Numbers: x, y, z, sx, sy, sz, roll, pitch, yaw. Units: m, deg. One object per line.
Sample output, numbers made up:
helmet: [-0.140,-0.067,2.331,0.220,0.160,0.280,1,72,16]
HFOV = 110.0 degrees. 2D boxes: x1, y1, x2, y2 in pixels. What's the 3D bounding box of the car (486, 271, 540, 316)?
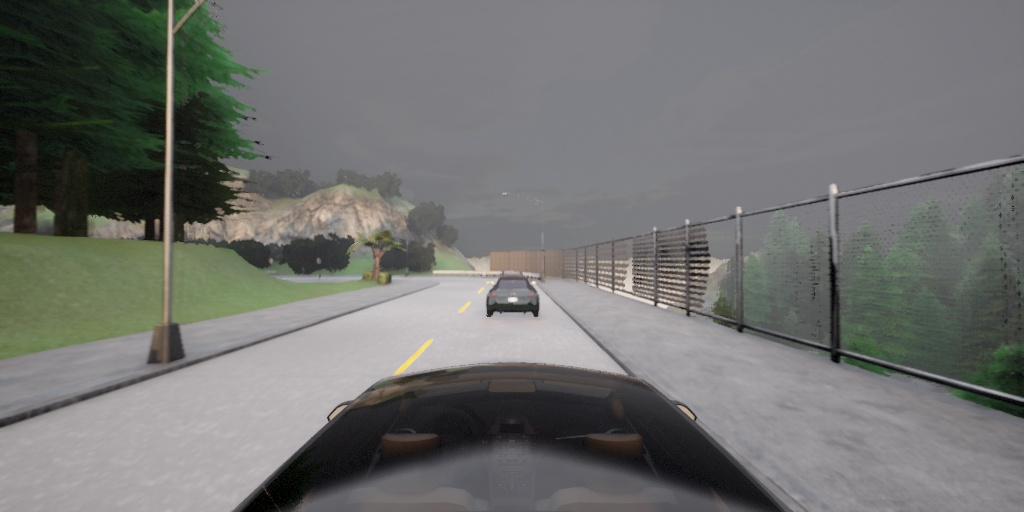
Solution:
car: [0.044,1.491,14.316,1.994,1.385,4.181,0,-1,0]
